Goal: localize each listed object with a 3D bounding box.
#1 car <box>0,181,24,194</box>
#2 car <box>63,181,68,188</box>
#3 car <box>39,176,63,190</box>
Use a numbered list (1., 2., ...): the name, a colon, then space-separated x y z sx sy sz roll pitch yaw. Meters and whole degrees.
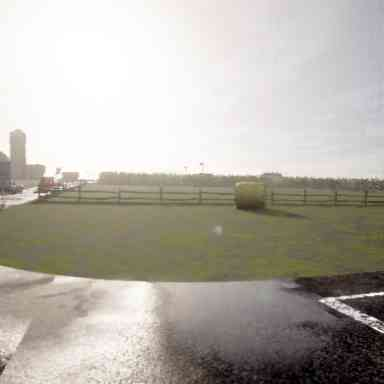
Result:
1. car: -21.260 -0.536 39.093 2.033 1.411 5.357 0 2 -14
2. car: -23.381 -1.357 59.422 1.895 1.301 4.718 0 2 -14
3. car: -20.369 -1.203 47.715 2.150 2.045 5.566 0 3 -14
